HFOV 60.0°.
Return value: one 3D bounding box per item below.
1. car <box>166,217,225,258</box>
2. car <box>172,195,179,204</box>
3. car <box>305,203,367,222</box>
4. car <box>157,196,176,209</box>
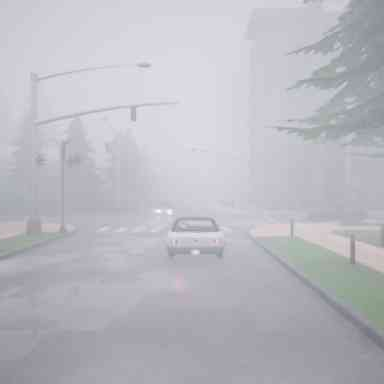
[{"bbox_3d":[0.107,1.572,12.546,1.895,1.301,4.718,0,0,0],"label":"car"},{"bbox_3d":[-3.399,1.366,61.070,1.882,1.535,5.008,0,0,1],"label":"car"},{"bbox_3d":[10.792,1.522,25.077,4.181,1.385,1.994,0,0,0],"label":"car"},{"bbox_3d":[-3.622,1.526,45.068,1.895,1.301,4.718,0,0,1],"label":"car"}]
